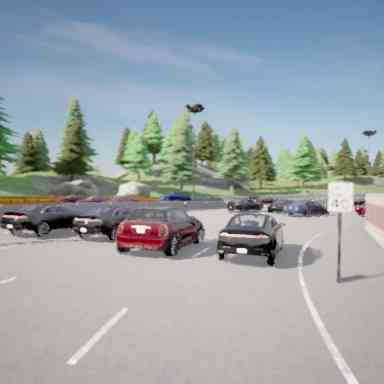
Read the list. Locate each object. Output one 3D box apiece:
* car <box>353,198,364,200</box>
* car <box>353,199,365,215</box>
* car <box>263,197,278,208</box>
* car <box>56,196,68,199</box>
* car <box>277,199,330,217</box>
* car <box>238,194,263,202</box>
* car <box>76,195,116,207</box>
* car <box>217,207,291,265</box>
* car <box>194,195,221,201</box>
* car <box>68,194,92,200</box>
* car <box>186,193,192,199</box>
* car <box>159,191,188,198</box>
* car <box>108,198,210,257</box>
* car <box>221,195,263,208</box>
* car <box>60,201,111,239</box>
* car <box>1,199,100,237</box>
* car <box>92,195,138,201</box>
[{"bbox_3d":[23.552,1.445,46.827,4.718,1.301,1.895,0,1,-28],"label":"car"},{"bbox_3d":[17.554,1.590,31.400,4.718,1.301,1.895,0,0,-32],"label":"car"},{"bbox_3d":[9.637,1.456,34.106,4.181,1.385,1.994,0,0,-40],"label":"car"},{"bbox_3d":[-15.568,1.024,43.773,1.882,1.535,5.008,1,0,41],"label":"car"},{"bbox_3d":[10.682,1.475,30.832,5.357,1.411,2.033,0,0,-38],"label":"car"},{"bbox_3d":[11.259,1.200,64.044,4.674,1.442,1.812,0,1,-29],"label":"car"},{"bbox_3d":[-12.170,1.134,42.392,1.812,1.442,4.674,1,0,42],"label":"car"},{"bbox_3d":[2.254,1.526,12.065,2.128,1.511,4.902,1,0,19],"label":"car"},{"bbox_3d":[2.775,1.275,50.874,4.181,1.385,1.994,0,0,-34],"label":"car"},{"bbox_3d":[-11.070,1.133,37.929,1.882,1.535,5.008,1,0,39],"label":"car"},{"bbox_3d":[1.663,1.240,54.496,4.181,1.385,1.994,0,0,-32],"label":"car"},{"bbox_3d":[-2.937,0.842,55.572,5.566,2.045,2.150,0,0,-35],"label":"car"},{"bbox_3d":[-1.039,1.317,13.115,2.097,1.767,4.553,1,0,18],"label":"car"},{"bbox_3d":[5.623,1.372,35.309,4.674,1.442,1.812,1,0,-42],"label":"car"},{"bbox_3d":[-3.621,1.398,16.138,2.128,1.511,4.902,1,0,22],"label":"car"},{"bbox_3d":[-7.119,1.323,16.877,2.128,1.511,4.902,1,0,21],"label":"car"},{"bbox_3d":[-7.943,1.187,36.297,1.882,1.535,5.008,1,0,40],"label":"car"}]
